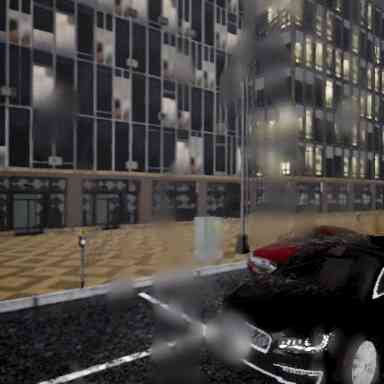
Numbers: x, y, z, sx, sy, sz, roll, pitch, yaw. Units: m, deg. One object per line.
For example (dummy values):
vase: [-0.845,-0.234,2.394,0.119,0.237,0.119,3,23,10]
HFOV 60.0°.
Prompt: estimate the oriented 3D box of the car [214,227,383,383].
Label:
car: [2.552,1.503,5.196,4.892,1.490,1.837,0,0,-35]

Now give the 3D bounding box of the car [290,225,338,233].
car: [3.369,1.579,8.954,4.206,1.307,1.802,0,0,-35]
